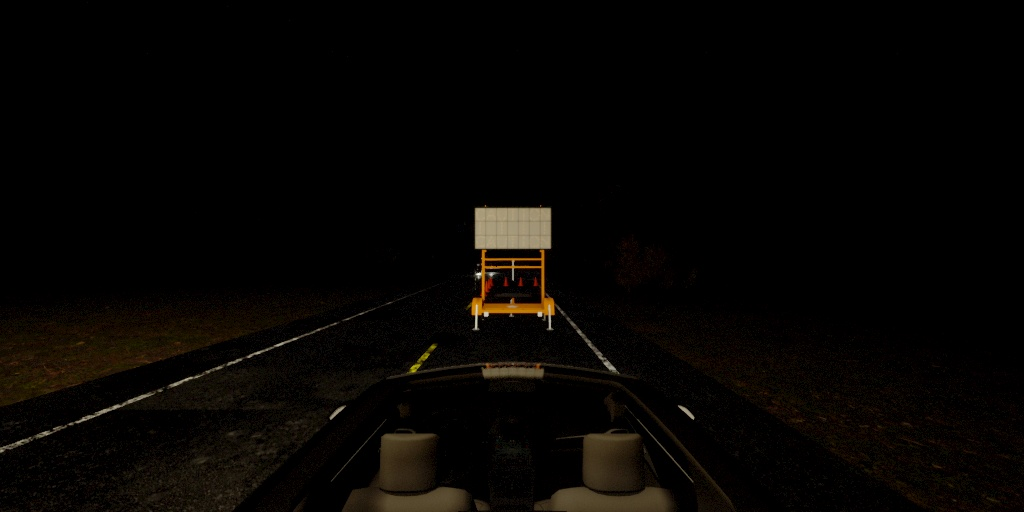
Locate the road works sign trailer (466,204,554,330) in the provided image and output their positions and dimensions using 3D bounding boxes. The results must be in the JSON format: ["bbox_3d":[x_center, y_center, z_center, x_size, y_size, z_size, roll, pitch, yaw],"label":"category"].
[{"bbox_3d":[0.034,0.215,11.107,2.380,3.560,2.880,0,0,0],"label":"road works sign trailer"}]

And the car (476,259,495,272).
[{"bbox_3d":[-3.339,1.124,45.245,2.097,1.767,4.553,0,0,0],"label":"car"}]
